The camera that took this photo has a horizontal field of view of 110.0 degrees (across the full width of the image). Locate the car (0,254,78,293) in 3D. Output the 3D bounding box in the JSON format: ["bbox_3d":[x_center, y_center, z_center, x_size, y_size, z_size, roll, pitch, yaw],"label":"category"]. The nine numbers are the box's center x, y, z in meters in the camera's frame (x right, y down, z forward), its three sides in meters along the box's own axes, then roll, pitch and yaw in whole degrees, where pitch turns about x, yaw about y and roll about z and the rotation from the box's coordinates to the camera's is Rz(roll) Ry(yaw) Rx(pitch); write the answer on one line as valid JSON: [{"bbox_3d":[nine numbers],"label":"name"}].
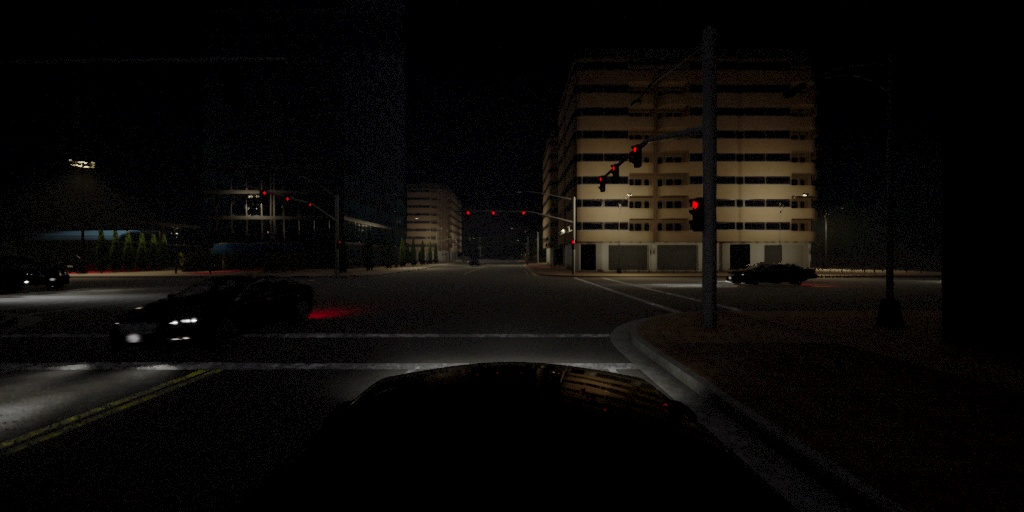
[{"bbox_3d":[-28.883,0.968,20.355,5.566,2.045,2.150,0,0,-1],"label":"car"}]

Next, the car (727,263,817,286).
[{"bbox_3d":[17.372,1.239,24.525,4.902,1.511,2.128,0,0,-1],"label":"car"}]

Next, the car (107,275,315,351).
[{"bbox_3d":[-7.002,1.262,9.089,2.128,1.511,4.902,0,0,0],"label":"car"}]
